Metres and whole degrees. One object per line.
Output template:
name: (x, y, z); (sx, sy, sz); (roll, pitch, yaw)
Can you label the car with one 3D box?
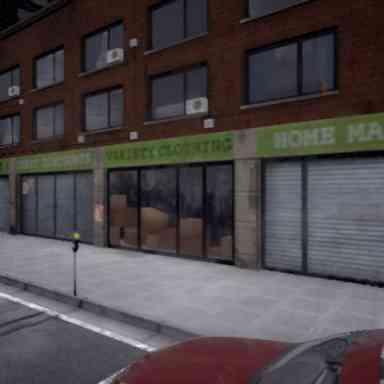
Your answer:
car: (1.219, 1.582, 1.942); (4.206, 1.307, 1.802); (0, 0, 36)
